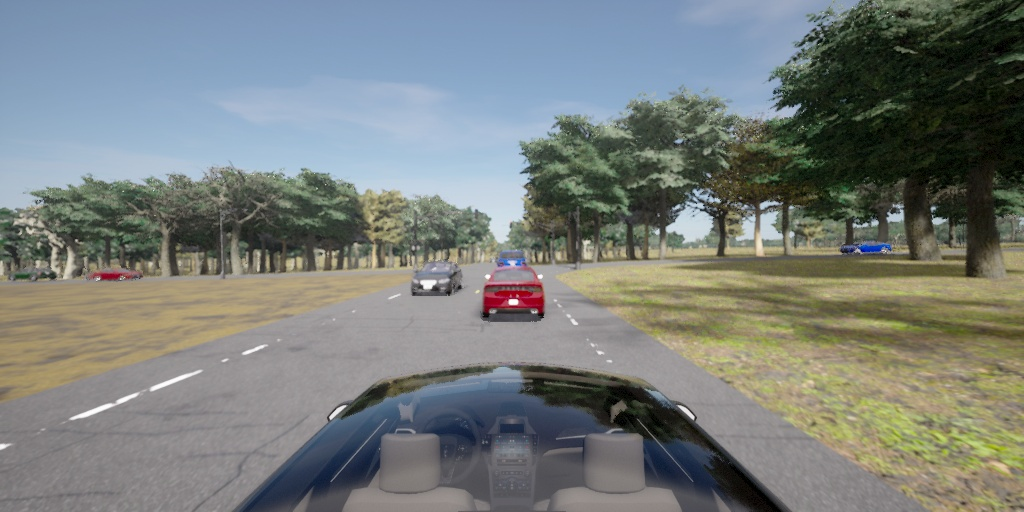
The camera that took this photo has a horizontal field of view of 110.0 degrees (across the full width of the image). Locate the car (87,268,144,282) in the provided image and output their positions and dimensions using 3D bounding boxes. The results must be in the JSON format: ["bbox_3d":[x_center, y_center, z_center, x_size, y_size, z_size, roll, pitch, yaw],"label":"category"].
[{"bbox_3d":[-47.244,2.208,43.066,5.008,1.535,1.882,-2,0,3],"label":"car"}]

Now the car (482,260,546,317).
[{"bbox_3d":[0.069,1.074,12.368,1.882,1.535,5.008,0,1,1],"label":"car"}]

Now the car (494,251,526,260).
[{"bbox_3d":[-0.084,0.639,27.387,2.150,2.045,5.566,0,1,-2],"label":"car"}]

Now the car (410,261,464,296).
[{"bbox_3d":[-3.545,1.024,17.660,2.128,1.511,4.902,0,1,0],"label":"car"}]

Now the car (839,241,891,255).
[{"bbox_3d":[42.343,-0.985,43.046,5.008,1.535,1.882,-2,0,3],"label":"car"}]
